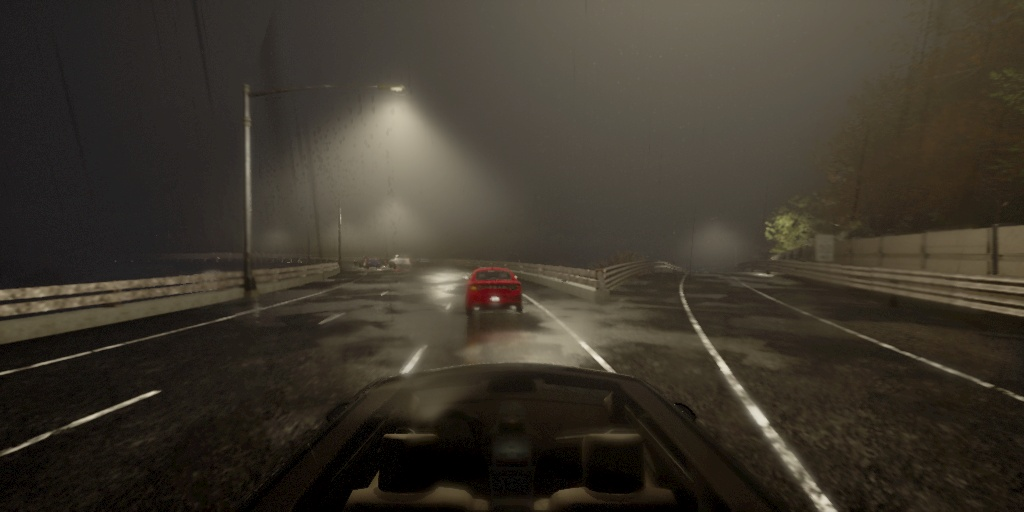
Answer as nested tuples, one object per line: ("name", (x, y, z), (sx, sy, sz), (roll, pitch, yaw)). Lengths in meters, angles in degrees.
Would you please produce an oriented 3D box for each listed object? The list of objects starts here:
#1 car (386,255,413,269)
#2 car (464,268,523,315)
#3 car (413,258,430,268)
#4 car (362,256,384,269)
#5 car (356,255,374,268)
("car", (-16.932, 0.816, 53.930), (2.150, 2.045, 5.566), (-1, 0, -28))
("car", (-0.760, 1.169, 13.446), (1.882, 1.535, 5.008), (0, 0, -6))
("car", (-14.334, 1.053, 56.419), (2.128, 1.511, 4.902), (-1, 0, -31))
("car", (-20.665, 1.148, 53.240), (1.812, 1.442, 4.674), (-1, 0, -29))
("car", (-23.006, 0.836, 57.424), (2.097, 1.767, 4.553), (-1, -7, -33))
